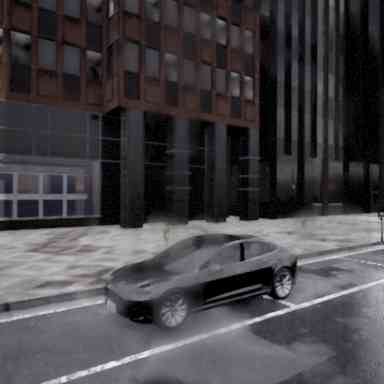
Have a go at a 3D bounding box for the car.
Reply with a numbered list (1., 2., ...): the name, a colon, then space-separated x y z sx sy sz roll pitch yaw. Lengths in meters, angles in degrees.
1. car: 0.407 1.589 6.929 4.313 1.339 1.947 0 0 -35
